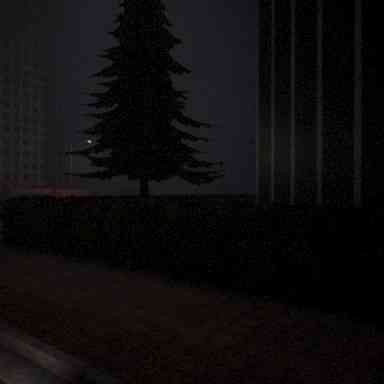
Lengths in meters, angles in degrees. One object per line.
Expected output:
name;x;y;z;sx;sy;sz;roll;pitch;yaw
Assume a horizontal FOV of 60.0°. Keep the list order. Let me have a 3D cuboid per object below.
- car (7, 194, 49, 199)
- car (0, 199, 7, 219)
car;-15.756;1.178;30.763;2.150;2.045;5.566;0;0;36
car;-14.423;1.493;26.569;1.812;1.442;4.674;0;0;35
